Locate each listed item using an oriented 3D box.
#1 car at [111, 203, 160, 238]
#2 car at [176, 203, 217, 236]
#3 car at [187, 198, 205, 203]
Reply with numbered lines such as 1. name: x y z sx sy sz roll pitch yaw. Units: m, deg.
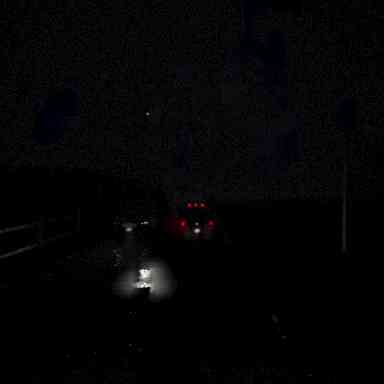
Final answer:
1. car: -2.705 1.337 16.818 2.128 1.511 4.902 0 1 0
2. car: 0.249 1.442 17.207 1.895 1.301 4.718 0 1 1
3. car: 0.394 1.300 34.678 1.895 1.301 4.718 0 0 0
